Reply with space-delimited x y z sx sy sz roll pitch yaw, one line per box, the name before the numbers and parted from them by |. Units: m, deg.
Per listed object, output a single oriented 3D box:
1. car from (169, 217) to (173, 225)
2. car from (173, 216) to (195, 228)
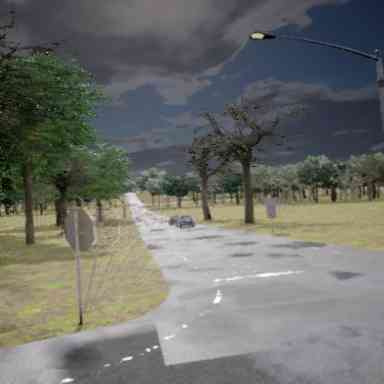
car | -2.915 4.968 58.263 1.812 1.442 4.674 -3 -2 -11
car | -1.016 4.241 48.490 2.097 1.767 4.553 -3 -3 -11
